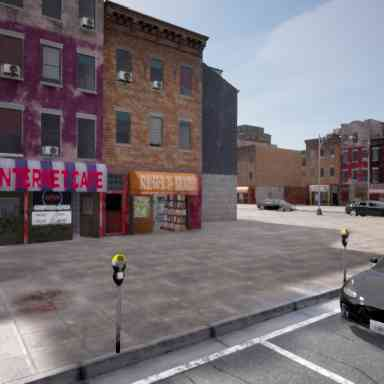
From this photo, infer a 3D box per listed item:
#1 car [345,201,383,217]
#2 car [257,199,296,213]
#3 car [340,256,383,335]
[{"bbox_3d":[15.914,1.539,29.004,1.837,1.490,4.892,1,0,-35],"label":"car"},{"bbox_3d":[9.577,1.547,37.948,2.128,1.511,4.902,1,0,-35],"label":"car"},{"bbox_3d":[4.467,1.567,5.979,4.313,1.339,1.947,0,0,-35],"label":"car"}]
